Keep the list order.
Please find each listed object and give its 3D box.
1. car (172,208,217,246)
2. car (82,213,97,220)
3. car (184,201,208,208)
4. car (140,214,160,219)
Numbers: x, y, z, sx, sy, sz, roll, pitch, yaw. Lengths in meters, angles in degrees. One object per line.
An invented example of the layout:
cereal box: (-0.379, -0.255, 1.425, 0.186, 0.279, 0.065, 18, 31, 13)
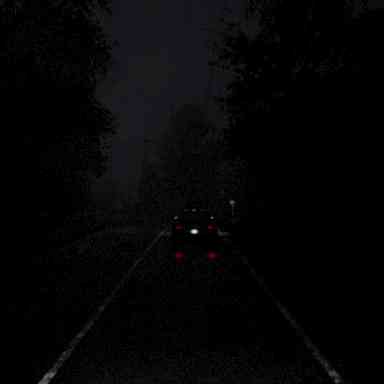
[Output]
car: (0.096, 1.632, 15.708, 1.994, 1.385, 4.181, 0, -1, 0)
car: (-19.583, 4.781, 63.911, 1.837, 1.490, 4.892, -1, -4, -2)
car: (0.368, 1.972, 32.832, 2.150, 2.045, 5.566, 0, -4, 4)
car: (-10.154, 5.857, 79.137, 5.008, 1.535, 1.882, 3, -6, -25)
